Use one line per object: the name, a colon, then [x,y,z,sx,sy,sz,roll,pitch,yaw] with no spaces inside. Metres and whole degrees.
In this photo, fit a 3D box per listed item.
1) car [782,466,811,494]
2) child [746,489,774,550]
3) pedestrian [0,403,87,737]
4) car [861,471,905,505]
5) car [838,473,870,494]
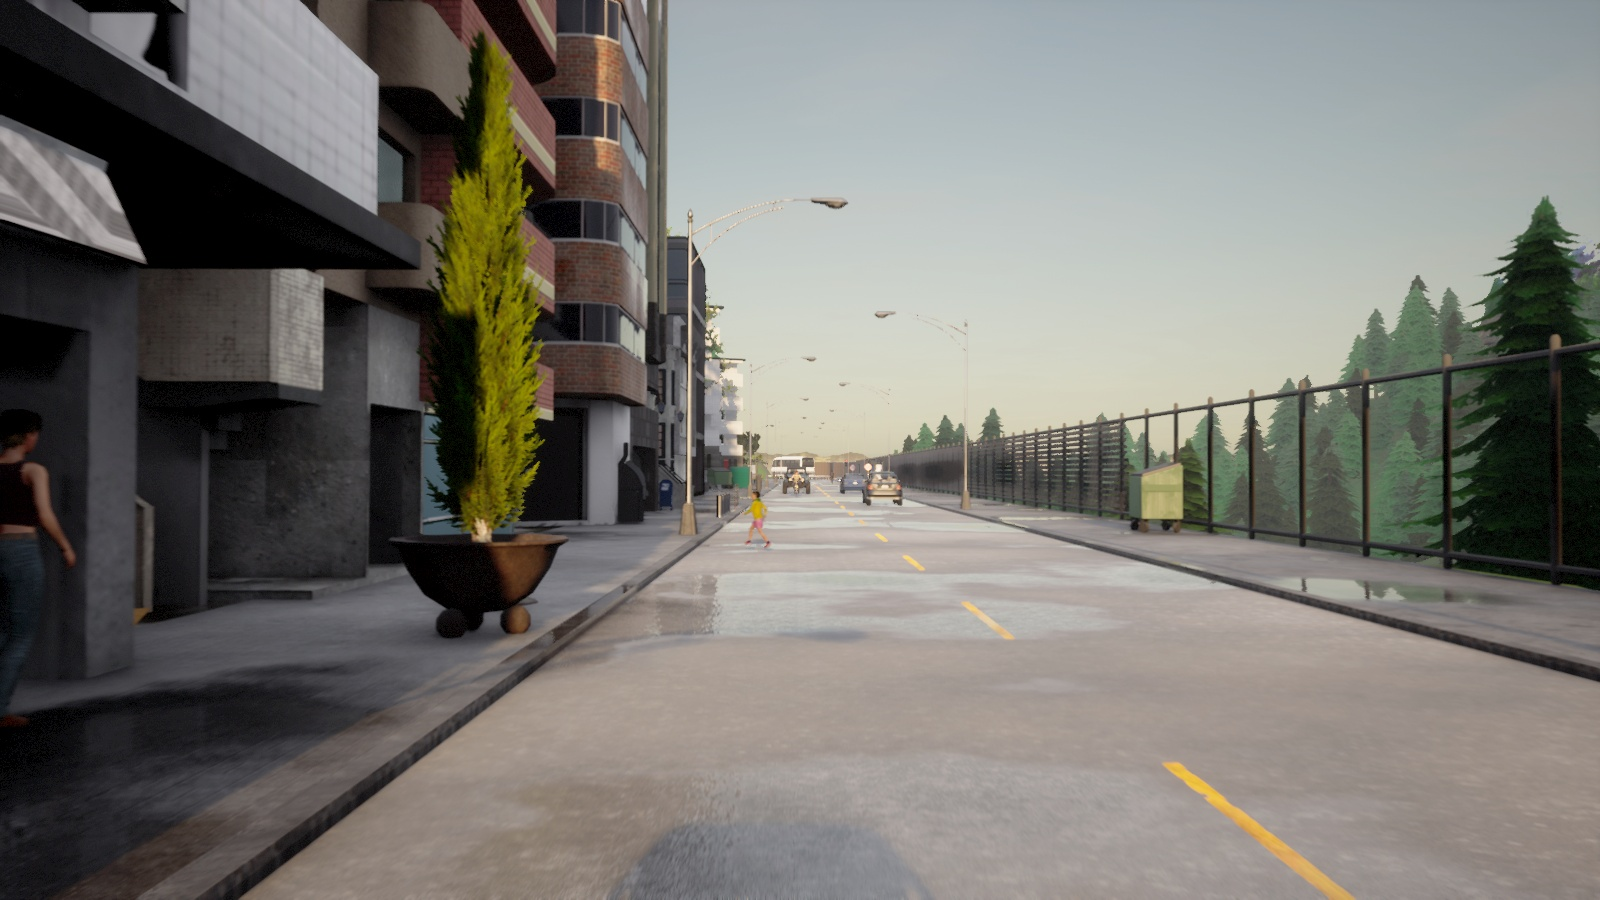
car: [-0.220,2.042,85.485,1.905,1.878,3.866,0,-1,0]
child: [-0.782,1.339,24.361,0.473,1.160,0.299,-1,-1,17]
pedestrian: [-4.474,0.664,7.231,0.345,1.836,0.594,0,-1,6]
car: [3.847,1.764,58.916,1.789,1.549,3.705,0,-1,0]
car: [3.772,2.329,88.544,2.033,1.411,5.357,0,-1,0]
